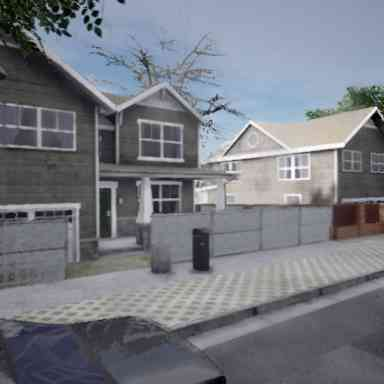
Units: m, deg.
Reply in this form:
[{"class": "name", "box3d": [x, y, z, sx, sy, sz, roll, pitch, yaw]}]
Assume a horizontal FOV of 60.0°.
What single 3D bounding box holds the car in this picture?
[{"class": "car", "box3d": [-2.176, 1.548, 1.519, 5.357, 1.411, 2.033, 0, 0, -36]}]
